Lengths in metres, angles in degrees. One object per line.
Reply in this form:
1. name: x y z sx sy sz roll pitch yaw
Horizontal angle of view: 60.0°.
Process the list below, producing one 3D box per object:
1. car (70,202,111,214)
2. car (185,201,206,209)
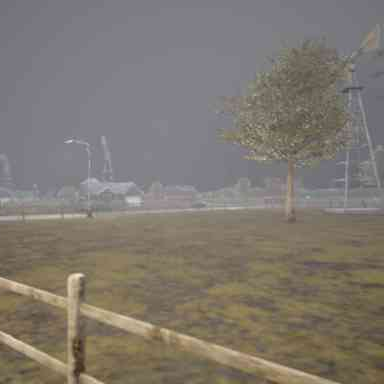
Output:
1. car: -12.871 2.046 42.573 2.033 1.411 5.357 -2 -2 36
2. car: 0.648 2.407 61.287 1.837 1.490 4.892 -2 -3 36
